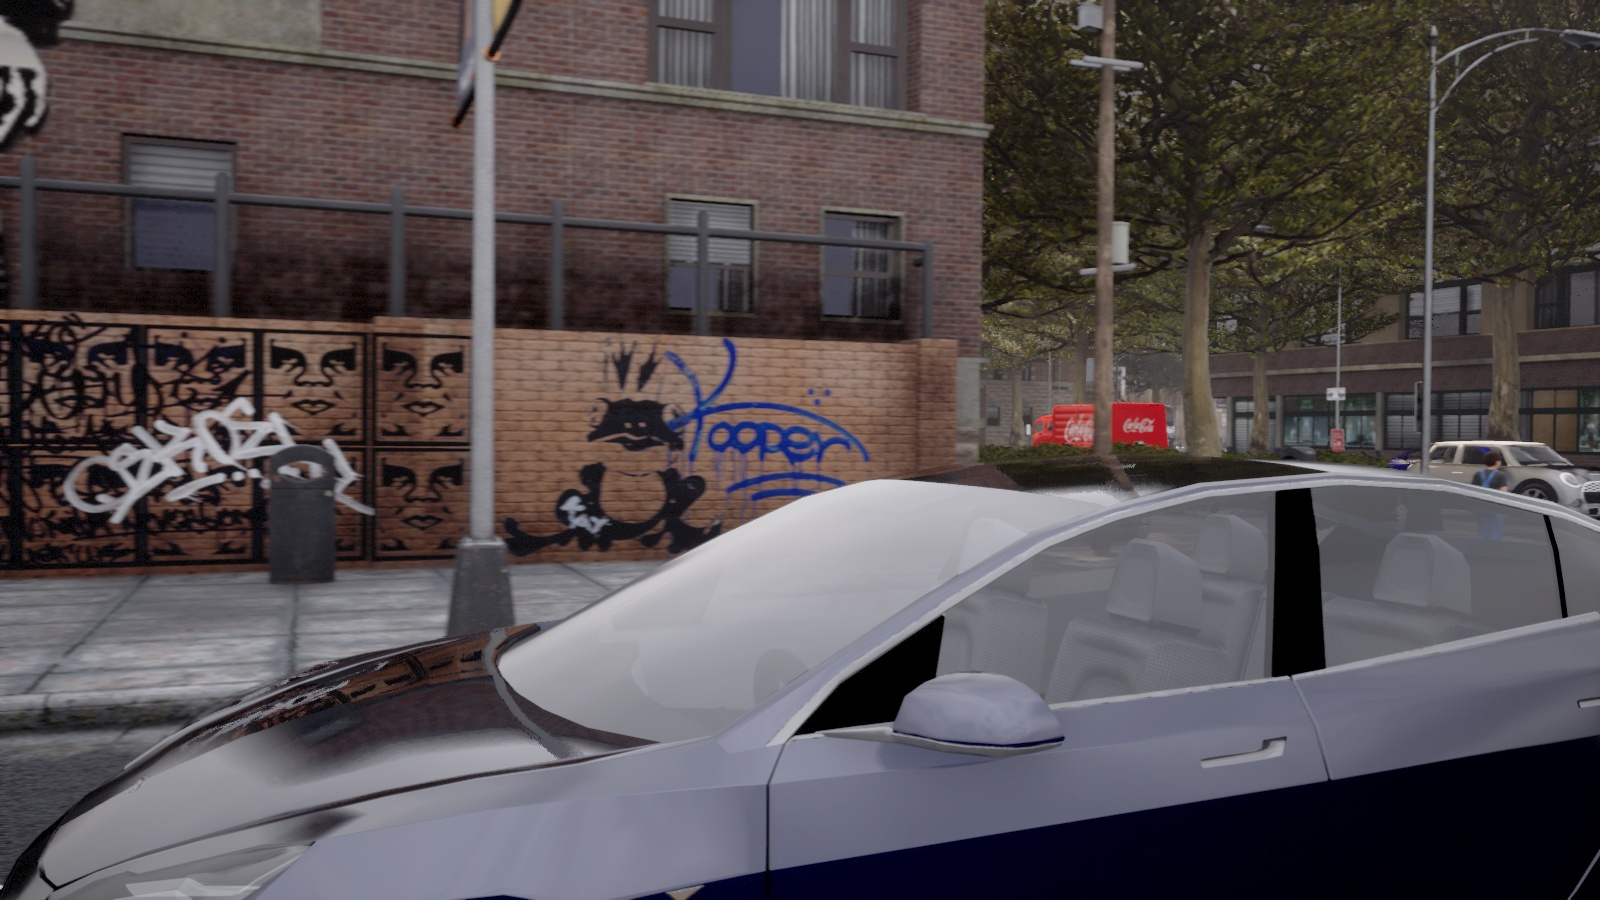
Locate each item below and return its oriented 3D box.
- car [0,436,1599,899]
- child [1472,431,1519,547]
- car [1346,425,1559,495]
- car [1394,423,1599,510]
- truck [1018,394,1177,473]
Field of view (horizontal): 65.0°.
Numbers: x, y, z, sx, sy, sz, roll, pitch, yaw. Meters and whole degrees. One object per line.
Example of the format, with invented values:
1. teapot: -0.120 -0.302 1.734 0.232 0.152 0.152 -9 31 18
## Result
1. car: 0.638 0.736 3.474 4.792 1.488 2.163 -1 1 -21
2. child: 7.748 0.428 13.988 0.437 1.263 0.270 -1 1 -29
3. car: 14.923 0.188 28.961 1.816 1.474 4.193 -1 1 -21
4. car: 13.350 0.245 23.385 1.970 1.475 3.806 -1 1 -22
5. truck: 9.818 -0.485 41.969 2.627 2.467 5.204 -1 -1 -21
